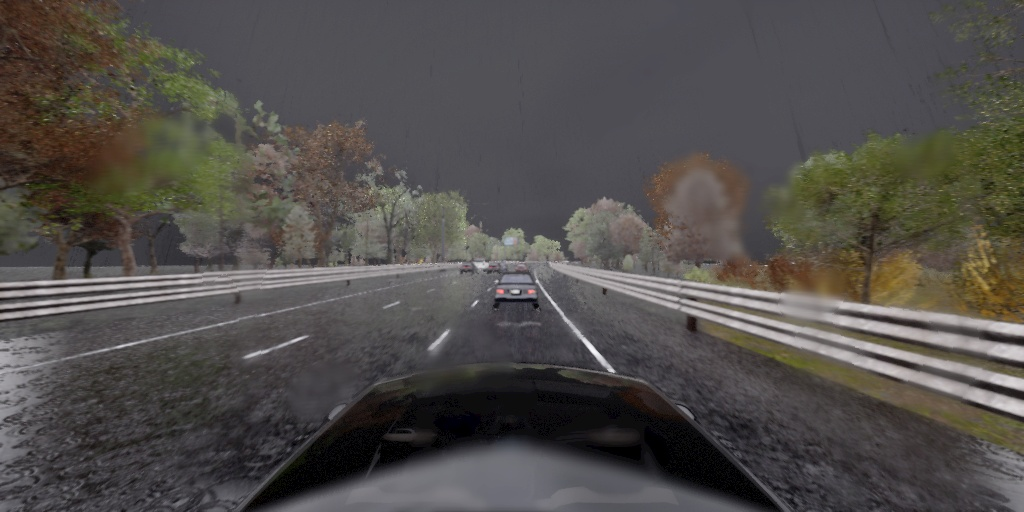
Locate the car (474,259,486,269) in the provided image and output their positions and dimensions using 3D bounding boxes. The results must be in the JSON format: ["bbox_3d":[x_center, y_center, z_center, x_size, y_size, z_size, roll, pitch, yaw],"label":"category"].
[{"bbox_3d":[-5.055,1.469,58.593,2.150,2.045,5.566,0,-1,4],"label":"car"}]

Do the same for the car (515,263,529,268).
[{"bbox_3d":[1.299,1.694,48.261,1.812,1.442,4.674,0,-1,4],"label":"car"}]

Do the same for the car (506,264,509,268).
[{"bbox_3d":[-1.567,1.800,58.317,2.033,1.411,5.357,0,-1,4],"label":"car"}]

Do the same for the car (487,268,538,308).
[{"bbox_3d":[0.198,1.420,16.033,2.033,1.411,5.357,0,-1,1],"label":"car"}]

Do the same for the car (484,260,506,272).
[{"bbox_3d":[-2.221,1.659,48.021,1.837,1.490,4.892,0,-1,4],"label":"car"}]

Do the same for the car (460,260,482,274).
[{"bbox_3d":[-5.717,1.648,48.193,1.837,1.490,4.892,0,-1,4],"label":"car"}]
